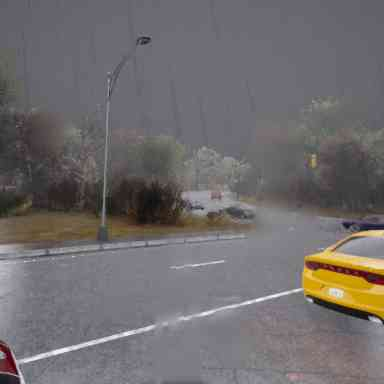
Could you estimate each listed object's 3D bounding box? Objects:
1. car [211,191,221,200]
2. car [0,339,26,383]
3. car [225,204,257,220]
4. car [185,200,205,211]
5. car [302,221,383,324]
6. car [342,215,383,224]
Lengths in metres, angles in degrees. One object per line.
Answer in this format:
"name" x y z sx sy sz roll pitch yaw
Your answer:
"car" 5.740 0.746 79.003 2.150 2.045 5.566 2 2 -1
"car" -3.190 1.353 1.475 4.553 1.767 2.097 0 0 -35
"car" 5.162 2.056 34.362 1.837 1.490 4.892 2 -1 -23
"car" 0.385 1.895 47.606 1.994 1.385 4.181 2 1 -16
"car" 4.400 1.543 6.895 5.008 1.535 1.882 1 -1 -35
"car" 11.976 2.104 20.741 1.895 1.301 4.718 3 -2 -30
